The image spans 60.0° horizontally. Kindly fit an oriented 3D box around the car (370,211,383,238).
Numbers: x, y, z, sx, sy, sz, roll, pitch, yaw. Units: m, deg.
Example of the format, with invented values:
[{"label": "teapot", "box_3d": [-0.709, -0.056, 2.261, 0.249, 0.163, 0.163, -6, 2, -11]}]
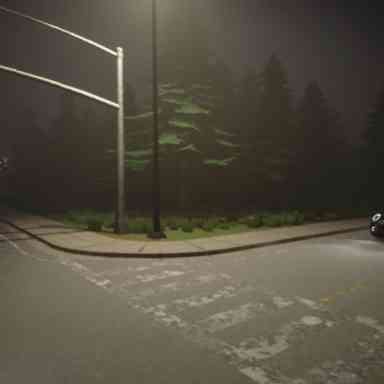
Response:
[{"label": "car", "box_3d": [9.276, 0.981, 13.643, 4.553, 1.767, 2.097, -1, 2, -36]}]
